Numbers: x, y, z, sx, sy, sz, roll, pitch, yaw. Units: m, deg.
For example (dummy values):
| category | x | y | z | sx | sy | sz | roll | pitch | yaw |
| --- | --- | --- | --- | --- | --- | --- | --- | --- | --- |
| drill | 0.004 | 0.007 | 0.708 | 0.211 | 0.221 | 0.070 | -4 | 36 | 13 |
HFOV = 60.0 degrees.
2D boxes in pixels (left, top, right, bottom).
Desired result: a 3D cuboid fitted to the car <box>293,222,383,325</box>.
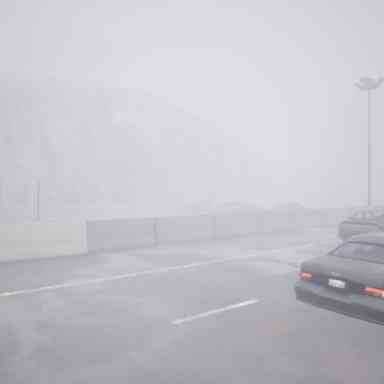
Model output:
| category | x | y | z | sx | sy | sz | roll | pitch | yaw |
| --- | --- | --- | --- | --- | --- | --- | --- | --- | --- |
| car | 4.402 | 1.571 | 7.024 | 5.357 | 1.411 | 2.033 | 0 | 0 | -37 |

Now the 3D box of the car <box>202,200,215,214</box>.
| category | x | y | z | sx | sy | sz | roll | pitch | yaw |
| --- | --- | --- | --- | --- | --- | --- | --- | --- | --- |
| car | 3.678 | 1.593 | 33.341 | 4.892 | 1.490 | 1.837 | 0 | 0 | -38 |

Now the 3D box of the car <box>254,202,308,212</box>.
| category | x | y | z | sx | sy | sz | roll | pitch | yaw |
| --- | --- | --- | --- | --- | --- | --- | --- | --- | --- |
| car | 7.717 | 1.584 | 27.610 | 4.892 | 1.490 | 1.837 | 0 | 0 | -38 |

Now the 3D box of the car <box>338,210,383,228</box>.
| category | x | y | z | sx | sy | sz | roll | pitch | yaw |
| --- | --- | --- | --- | --- | --- | --- | --- | --- | --- |
| car | 8.227 | 1.538 | 14.408 | 4.902 | 1.511 | 2.128 | 0 | 0 | -38 |

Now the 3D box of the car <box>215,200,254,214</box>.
| category | x | y | z | sx | sy | sz | roll | pitch | yaw |
| --- | --- | --- | --- | --- | --- | --- | --- | --- | --- |
| car | 4.471 | 1.643 | 29.503 | 4.181 | 1.385 | 1.994 | 0 | 0 | -38 |

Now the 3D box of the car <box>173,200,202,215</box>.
| category | x | y | z | sx | sy | sz | roll | pitch | yaw |
| --- | --- | --- | --- | --- | --- | --- | --- | --- | --- |
| car | 0.245 | 1.593 | 35.087 | 4.892 | 1.490 | 1.837 | 0 | 0 | -38 |
